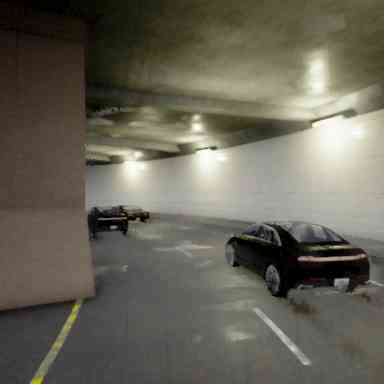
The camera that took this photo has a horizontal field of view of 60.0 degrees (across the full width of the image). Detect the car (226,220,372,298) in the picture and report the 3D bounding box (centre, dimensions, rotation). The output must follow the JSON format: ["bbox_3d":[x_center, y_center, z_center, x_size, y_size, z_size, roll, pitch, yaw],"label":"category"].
[{"bbox_3d":[2.315,1.476,8.595,2.128,1.511,4.902,0,0,-11],"label":"car"}]

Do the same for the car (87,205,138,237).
[{"bbox_3d":[-4.929,1.529,18.448,2.128,1.511,4.902,0,0,-27],"label":"car"}]

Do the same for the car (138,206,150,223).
[{"bbox_3d":[-5.122,1.640,25.394,1.895,1.301,4.718,0,0,-36],"label":"car"}]
